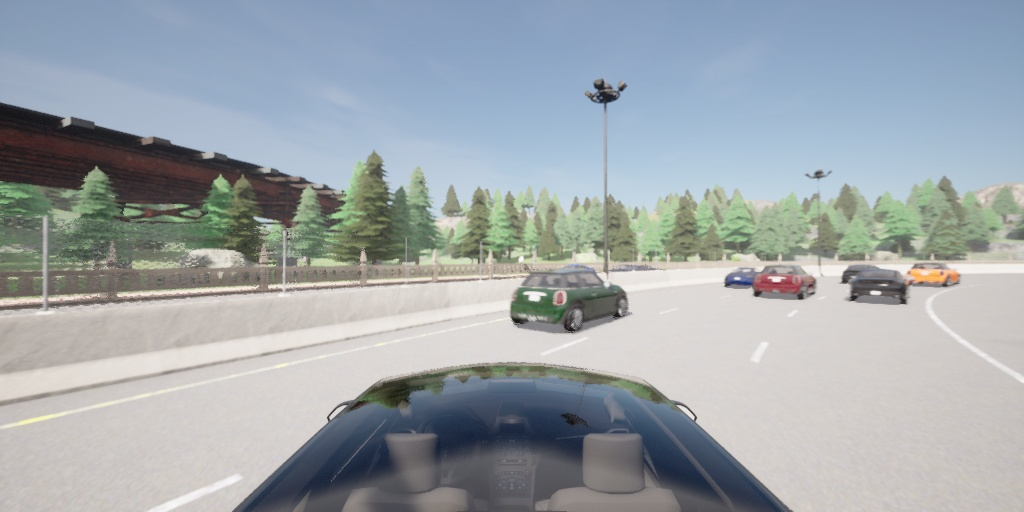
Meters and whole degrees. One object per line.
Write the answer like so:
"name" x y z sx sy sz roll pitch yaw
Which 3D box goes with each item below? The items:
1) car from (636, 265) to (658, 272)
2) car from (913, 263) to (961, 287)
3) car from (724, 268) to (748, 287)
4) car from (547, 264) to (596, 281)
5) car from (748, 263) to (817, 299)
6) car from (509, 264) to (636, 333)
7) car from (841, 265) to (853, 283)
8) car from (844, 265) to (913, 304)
"car" 10.310 1.496 29.526 4.902 1.511 2.128 0 -1 -38
"car" 31.060 1.271 26.469 4.553 1.767 2.097 0 -1 -30
"car" 16.835 1.510 25.490 4.181 1.385 1.994 0 -1 -38
"car" 5.863 1.548 34.912 5.008 1.535 1.882 0 -1 -38
"car" 14.720 1.240 19.264 4.553 1.767 2.097 0 -1 -42
"car" 1.984 1.196 11.521 2.097 1.767 4.553 -1 -1 40
"car" 28.601 1.458 29.095 4.892 1.490 1.837 0 -1 -31
"car" 17.763 1.368 17.292 4.892 1.490 1.837 0 -1 -41
